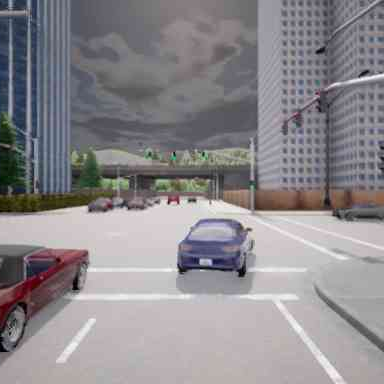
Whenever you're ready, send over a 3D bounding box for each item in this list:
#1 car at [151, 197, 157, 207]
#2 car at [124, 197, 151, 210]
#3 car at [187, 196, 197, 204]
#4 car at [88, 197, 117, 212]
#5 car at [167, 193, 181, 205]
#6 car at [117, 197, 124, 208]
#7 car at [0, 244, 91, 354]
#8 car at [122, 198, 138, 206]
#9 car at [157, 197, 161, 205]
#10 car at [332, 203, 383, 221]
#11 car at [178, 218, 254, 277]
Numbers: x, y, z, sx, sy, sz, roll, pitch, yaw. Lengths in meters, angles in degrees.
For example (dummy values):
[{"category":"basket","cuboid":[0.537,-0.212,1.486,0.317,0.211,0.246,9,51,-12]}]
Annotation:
[{"category":"car","cuboid":[-7.072,1.662,52.358,1.895,1.301,4.718,0,0,0]},{"category":"car","cuboid":[-7.091,1.403,43.376,2.097,1.767,4.553,0,0,0]},{"category":"car","cuboid":[0.006,1.574,68.049,1.837,1.490,4.892,0,0,0]},{"category":"car","cuboid":[-10.595,1.398,38.895,2.097,1.767,4.553,0,0,0]},{"category":"car","cuboid":[-3.412,1.287,62.983,2.150,2.045,5.566,0,-1,0]},{"category":"car","cuboid":[-10.585,1.548,47.855,2.128,1.511,4.902,0,0,0]},{"category":"car","cuboid":[-3.409,1.608,6.073,1.895,1.301,4.718,0,0,0]},{"category":"car","cuboid":[-10.544,1.668,57.078,1.895,1.301,4.718,0,0,1]},{"category":"car","cuboid":[-6.994,1.637,62.405,1.994,1.385,4.181,0,0,0]},{"category":"car","cuboid":[13.633,1.595,26.958,4.181,1.385,1.994,0,0,0]},{"category":"car","cuboid":[0.850,1.538,10.348,1.812,1.442,4.674,0,0,13]}]
